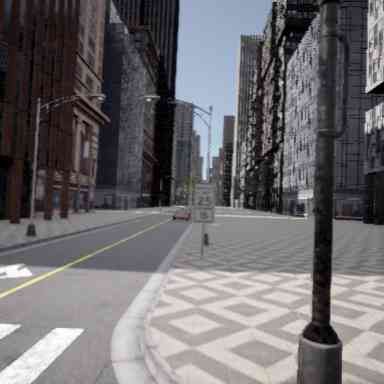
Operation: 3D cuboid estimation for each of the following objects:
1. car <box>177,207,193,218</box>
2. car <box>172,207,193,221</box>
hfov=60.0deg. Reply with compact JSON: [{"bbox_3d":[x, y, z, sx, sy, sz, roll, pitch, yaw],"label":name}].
[{"bbox_3d":[-1.012,3.193,52.630,2.128,1.511,4.902,3,-2,2],"label":"car"},{"bbox_3d":[-1.361,2.935,42.645,1.994,1.385,4.181,2,-2,3],"label":"car"}]
